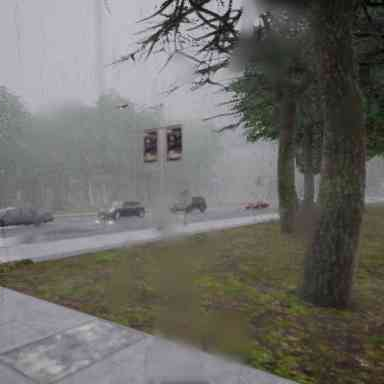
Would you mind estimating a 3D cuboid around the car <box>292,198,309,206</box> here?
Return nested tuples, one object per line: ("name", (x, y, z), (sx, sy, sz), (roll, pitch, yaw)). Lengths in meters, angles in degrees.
("car", (20.660, 1.808, 63.030), (1.812, 1.442, 4.674), (-1, 0, 35))

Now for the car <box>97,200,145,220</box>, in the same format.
("car", (-6.507, 1.581, 30.835), (2.097, 1.767, 4.553), (-1, 0, 35))

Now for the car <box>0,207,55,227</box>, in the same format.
("car", (-12.240, 1.761, 22.791), (2.033, 1.411, 5.357), (-1, 0, 35))

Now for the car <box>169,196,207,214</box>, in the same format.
("car", (-0.403, 1.468, 39.403), (2.150, 2.045, 5.566), (-1, 0, 35))

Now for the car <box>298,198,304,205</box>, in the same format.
("car", (16.408, 1.783, 51.461), (2.033, 1.411, 5.357), (-1, 0, 36))

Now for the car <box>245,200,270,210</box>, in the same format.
("car", (9.334, 1.845, 47.127), (1.895, 1.301, 4.718), (-1, 0, 35))

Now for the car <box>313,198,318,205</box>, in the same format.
("car", (23.867, 1.787, 61.919), (1.812, 1.442, 4.674), (-1, 0, 36))
